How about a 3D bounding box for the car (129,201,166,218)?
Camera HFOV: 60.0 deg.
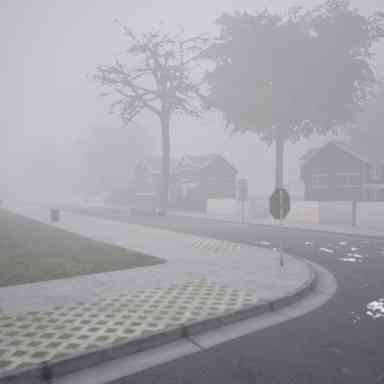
[{"bbox_3d":[-4.034,1.520,29.533,1.994,1.385,4.181,0,0,-34],"label":"car"}]
